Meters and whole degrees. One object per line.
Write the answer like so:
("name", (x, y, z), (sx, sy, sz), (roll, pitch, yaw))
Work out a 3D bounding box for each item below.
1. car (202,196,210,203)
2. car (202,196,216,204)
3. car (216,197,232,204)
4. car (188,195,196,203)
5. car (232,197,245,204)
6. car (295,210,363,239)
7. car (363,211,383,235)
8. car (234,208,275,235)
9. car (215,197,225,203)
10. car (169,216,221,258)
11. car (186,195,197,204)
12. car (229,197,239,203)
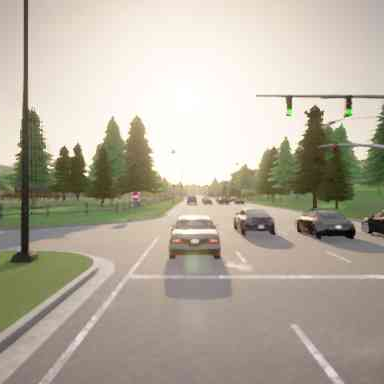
("car", (3.481, 1.846, 83.722), (1.882, 1.535, 5.008), (0, 0, 0))
("car", (3.483, 2.001, 73.301), (2.033, 1.411, 5.357), (0, 0, 0))
("car", (6.983, 1.819, 73.690), (2.097, 1.767, 4.553), (0, 0, 0))
("car", (-0.019, 1.724, 83.692), (2.097, 1.767, 4.553), (0, 0, 0))
("car", (10.483, 2.060, 73.749), (1.895, 1.301, 4.718), (0, 0, 0))
("car", (7.093, 1.680, 18.103), (1.994, 1.385, 4.181), (0, 0, 0))
("car", (10.594, 1.614, 17.013), (1.837, 1.490, 4.892), (0, 0, 0))
("car", (3.582, 1.651, 19.552), (1.812, 1.442, 4.674), (0, 0, 0))
("car", (6.981, 1.908, 83.723), (2.033, 1.411, 5.357), (0, 0, 0))
("car", (0.093, 1.632, 13.049), (2.033, 1.411, 5.357), (0, 0, 0))
("car", (-0.017, 1.687, 73.332), (2.150, 2.045, 5.566), (0, 0, 0))
("car", (10.481, 1.892, 83.723), (1.812, 1.442, 4.674), (0, 0, 0))
